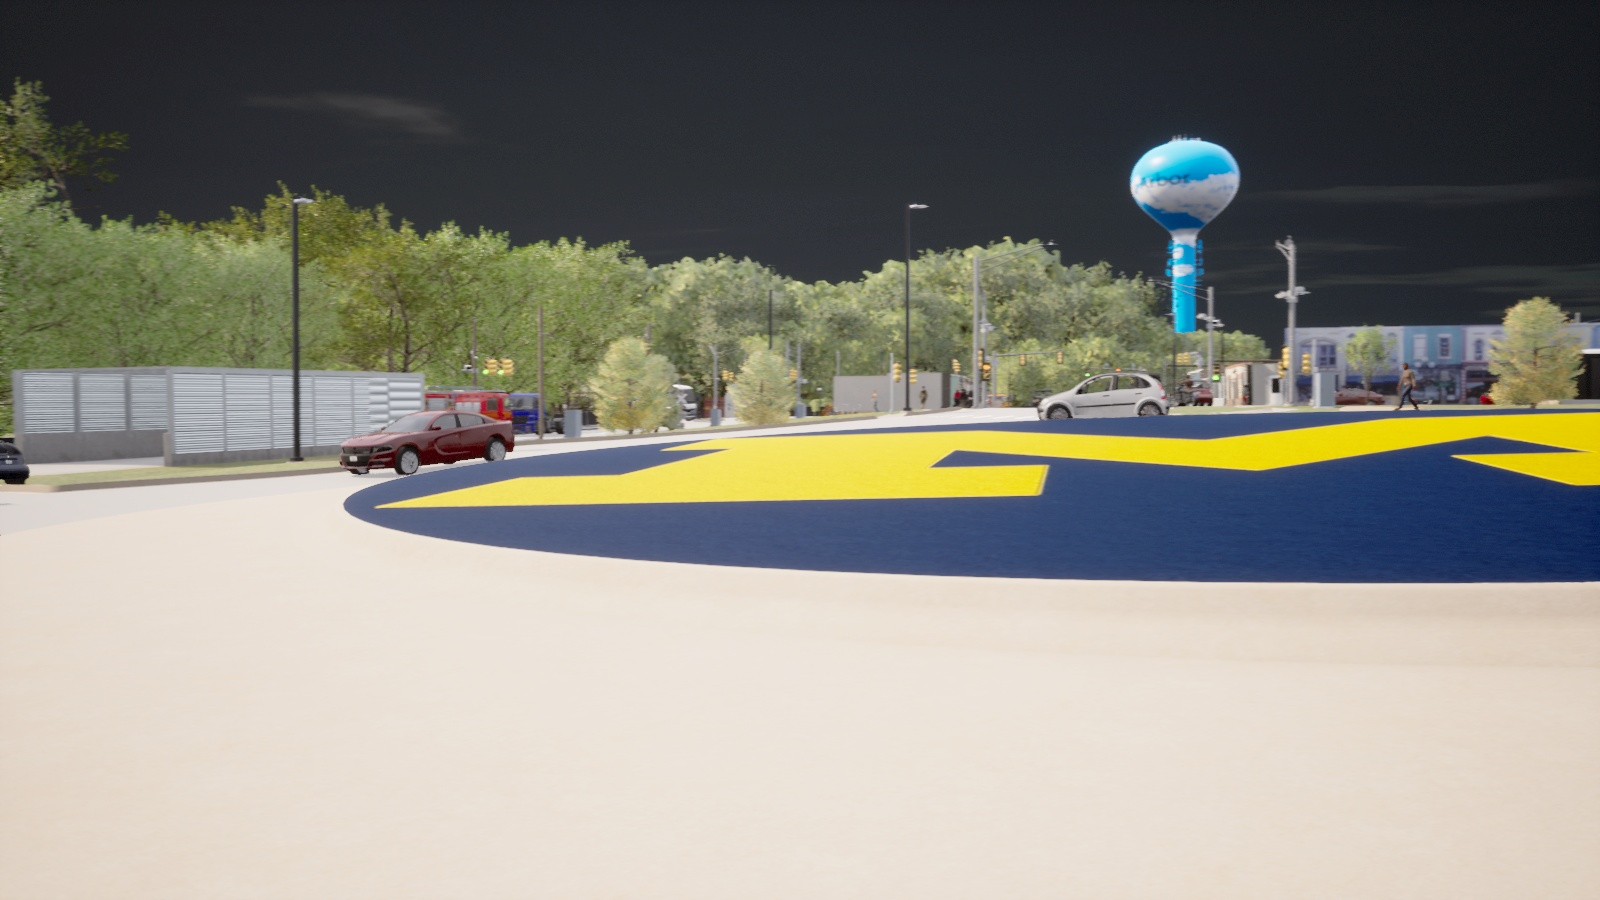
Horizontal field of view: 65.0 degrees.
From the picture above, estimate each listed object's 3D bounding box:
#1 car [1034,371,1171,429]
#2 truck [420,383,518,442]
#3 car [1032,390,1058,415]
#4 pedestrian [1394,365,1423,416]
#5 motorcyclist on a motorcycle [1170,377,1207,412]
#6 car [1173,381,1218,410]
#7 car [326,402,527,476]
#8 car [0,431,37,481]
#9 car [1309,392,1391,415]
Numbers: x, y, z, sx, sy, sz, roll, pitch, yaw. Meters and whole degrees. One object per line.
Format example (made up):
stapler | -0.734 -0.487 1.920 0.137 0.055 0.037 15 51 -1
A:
car | 9.352 -1.510 38.755 3.988 1.617 1.851 -1 1 15
truck | -22.561 -2.621 86.165 2.891 3.827 8.468 1 3 13
car | 19.034 -3.670 97.404 1.905 1.878 3.866 1 1 12
pedestrian | 21.848 -2.129 45.123 0.869 1.805 0.328 0 1 -5
motorcyclist on a motorcycle | 18.617 -2.666 60.292 0.766 1.649 2.350 0 2 -7
car | 22.691 -3.103 72.167 1.851 1.617 3.988 1 1 9
car | -9.535 -0.338 32.536 1.882 1.535 5.008 0 4 30
car | -27.605 0.199 41.351 3.988 1.617 1.851 0 1 11
car | 36.503 -3.073 83.469 4.674 1.442 1.812 1 1 11
